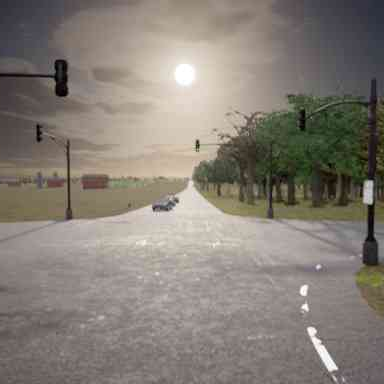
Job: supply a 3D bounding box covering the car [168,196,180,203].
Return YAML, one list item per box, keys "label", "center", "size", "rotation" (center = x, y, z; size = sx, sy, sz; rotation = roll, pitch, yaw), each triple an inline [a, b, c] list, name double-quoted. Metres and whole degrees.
- label: "car"
  center: [-3.462, 1.409, 63.952]
  size: [1.895, 1.301, 4.718]
  rotation: [0, 0, 1]

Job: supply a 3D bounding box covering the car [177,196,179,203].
- label: "car"
  center: [-3.532, 1.384, 50.579]
  size: [2.128, 1.511, 4.902]
  rotation: [0, 0, 0]

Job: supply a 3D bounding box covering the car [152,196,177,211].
- label: "car"
  center: [-3.517, 1.485, 40.415]
  size: [2.033, 1.411, 5.357]
  rotation: [0, 0, 5]
